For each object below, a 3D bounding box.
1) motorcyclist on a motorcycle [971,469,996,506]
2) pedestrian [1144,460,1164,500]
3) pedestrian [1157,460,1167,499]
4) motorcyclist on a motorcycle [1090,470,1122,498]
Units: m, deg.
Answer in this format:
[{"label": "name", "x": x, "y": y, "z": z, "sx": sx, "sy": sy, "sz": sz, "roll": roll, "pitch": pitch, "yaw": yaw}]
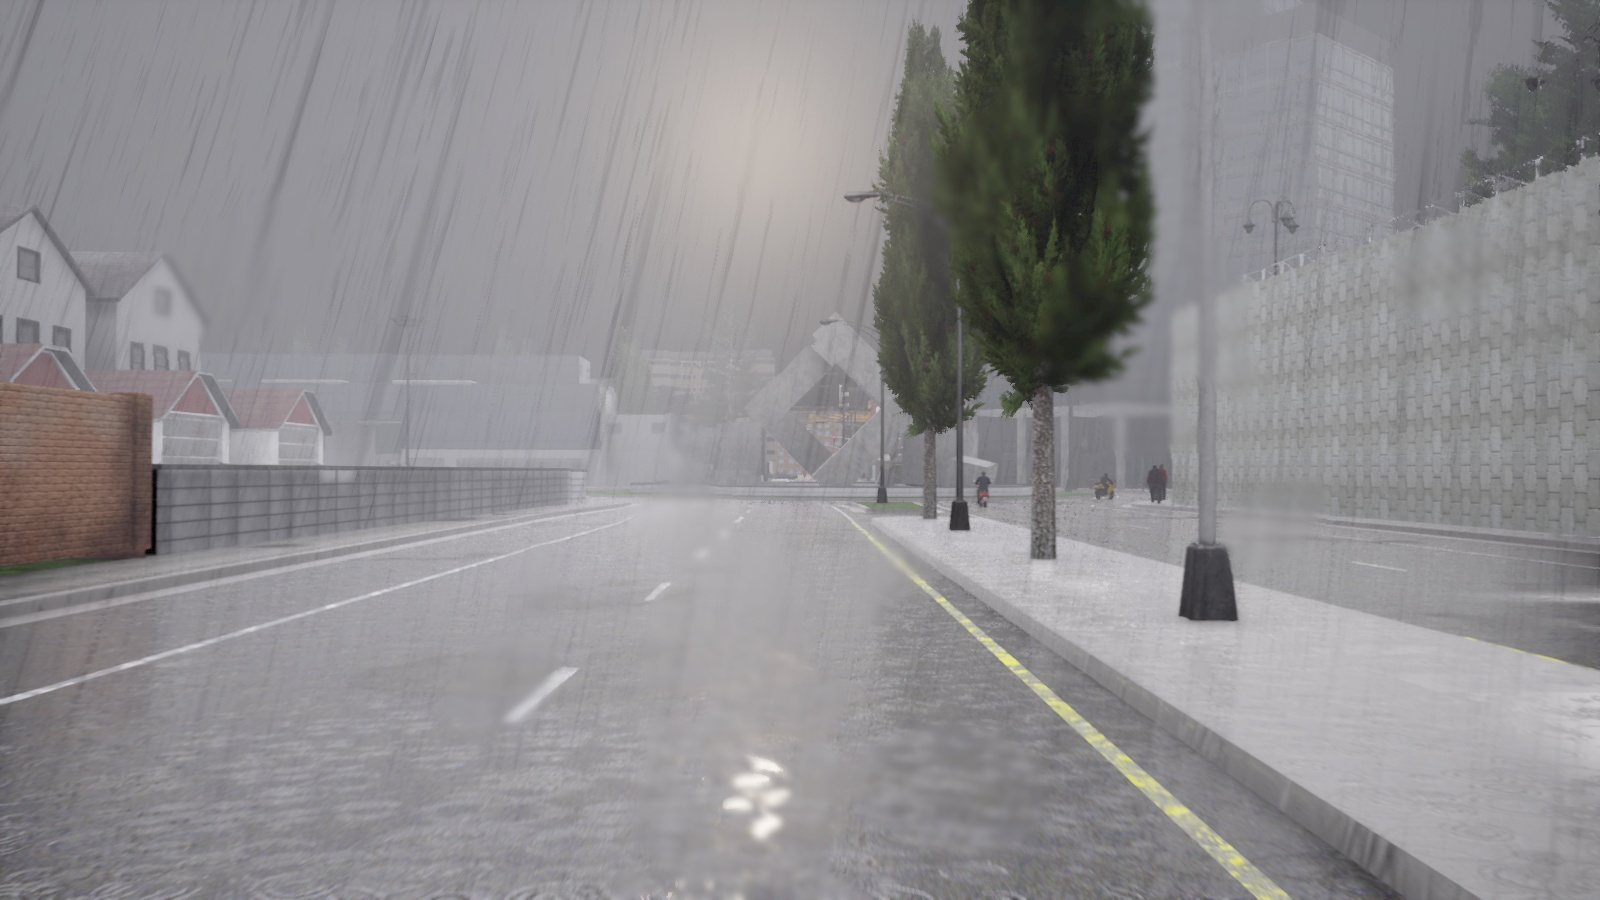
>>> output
[{"label": "motorcyclist on a motorcycle", "x": 8.017, "y": 1.658, "z": 55.026, "sx": 0.866, "sy": 1.590, "sz": 1.817, "roll": 0, "pitch": -1, "yaw": 2}, {"label": "pedestrian", "x": 16.118, "y": 1.362, "z": 57.149, "sx": 0.634, "sy": 1.844, "sz": 0.899, "roll": 0, "pitch": -1, "yaw": 1}, {"label": "pedestrian", "x": 17.391, "y": 1.411, "z": 60.369, "sx": 0.331, "sy": 1.846, "sz": 0.636, "roll": -1, "pitch": -1, "yaw": 28}, {"label": "motorcyclist on a motorcycle", "x": 17.213, "y": 1.910, "z": 70.642, "sx": 0.797, "sy": 1.523, "sz": 2.044, "roll": -2, "pitch": -2, "yaw": 43}]
